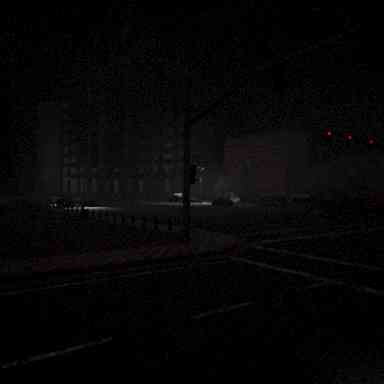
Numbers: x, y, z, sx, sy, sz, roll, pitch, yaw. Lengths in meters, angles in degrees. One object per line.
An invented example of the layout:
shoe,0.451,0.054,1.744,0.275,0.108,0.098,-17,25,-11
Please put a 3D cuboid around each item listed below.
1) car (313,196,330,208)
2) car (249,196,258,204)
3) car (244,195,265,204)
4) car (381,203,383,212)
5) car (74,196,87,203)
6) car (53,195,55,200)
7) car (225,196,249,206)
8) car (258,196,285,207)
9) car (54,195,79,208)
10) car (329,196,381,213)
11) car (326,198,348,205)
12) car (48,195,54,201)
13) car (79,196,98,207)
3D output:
car,27.545,1.724,67.048,1.932,1.855,4.605,1,0,-36
car,12.129,1.858,74.500,1.784,1.438,3.905,1,0,-36
car,14.288,1.673,76.098,1.932,1.855,4.605,1,0,-36
car,21.759,1.544,41.376,1.905,1.878,3.866,1,0,-36
car,-26.946,1.751,80.204,1.812,1.442,4.674,1,0,-36
car,-26.643,1.692,68.136,2.128,1.511,4.902,1,0,-24
car,9.770,1.863,72.821,1.970,1.475,3.806,1,0,-36
car,13.830,1.809,57.174,1.970,1.475,3.806,1,0,-36
car,-19.746,1.647,52.145,1.837,1.490,4.892,1,-1,-35
car,19.369,1.514,39.742,1.932,1.855,4.605,1,0,-36
car,29.940,1.961,68.674,1.784,1.438,3.905,1,0,-36
car,-36.585,1.641,87.654,1.812,1.442,4.674,1,0,-36
car,-16.891,1.730,54.170,1.994,1.385,4.181,1,0,-35
